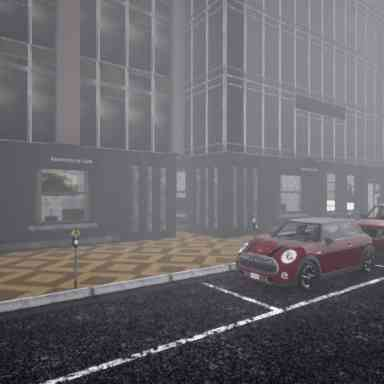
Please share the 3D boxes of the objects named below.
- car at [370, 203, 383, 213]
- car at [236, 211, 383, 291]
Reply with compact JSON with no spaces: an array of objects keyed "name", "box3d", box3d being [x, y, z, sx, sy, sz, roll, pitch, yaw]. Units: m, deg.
[{"name":"car","box3d":[7.618,1.310,12.164,5.009,1.841,2.192,0,0,-35]},{"name":"car","box3d":[3.091,1.439,8.938,4.097,1.590,1.967,0,0,-35]}]
